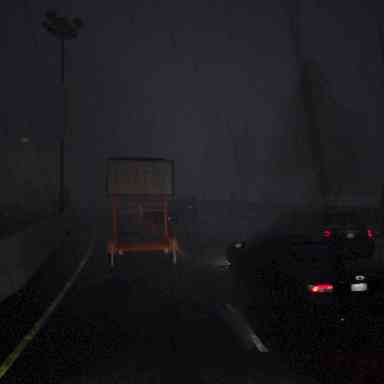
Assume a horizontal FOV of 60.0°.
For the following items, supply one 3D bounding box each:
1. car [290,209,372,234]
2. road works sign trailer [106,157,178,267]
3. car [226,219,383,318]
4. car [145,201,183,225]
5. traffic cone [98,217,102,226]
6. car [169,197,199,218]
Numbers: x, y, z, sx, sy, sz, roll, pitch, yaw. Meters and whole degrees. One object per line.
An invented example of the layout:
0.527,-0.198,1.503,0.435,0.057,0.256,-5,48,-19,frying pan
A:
4.826,1.474,13.068,2.097,1.767,4.553,0,0,-11,car
-1.875,0.557,12.024,2.380,3.560,2.880,0,0,-15,road works sign trailer
2.318,1.620,7.907,2.033,1.411,5.357,0,0,-9,car
-2.451,1.731,26.114,1.812,1.442,4.674,0,-1,-19,car
-6.669,2.133,24.191,0.340,0.580,0.340,0,0,-15,traffic cone
-1.202,1.485,32.708,2.150,2.045,5.566,0,-1,-22,car
